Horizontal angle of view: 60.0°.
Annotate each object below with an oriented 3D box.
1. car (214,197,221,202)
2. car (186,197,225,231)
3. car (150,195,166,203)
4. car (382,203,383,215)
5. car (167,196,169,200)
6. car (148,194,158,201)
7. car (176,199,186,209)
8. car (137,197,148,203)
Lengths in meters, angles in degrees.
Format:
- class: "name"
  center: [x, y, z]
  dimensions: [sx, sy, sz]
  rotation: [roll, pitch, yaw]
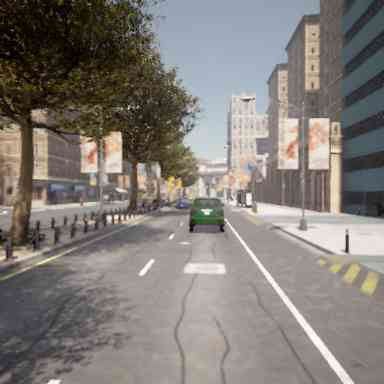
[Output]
- class: "car"
  center: [7.190, 2.137, 94.175]
  dimensions: [1.895, 1.301, 4.718]
  rotation: [0, 0, 2]
- class: "car"
  center: [0.983, 1.344, 22.008]
  dimensions: [2.150, 2.045, 5.566]
  rotation: [0, 0, 2]
- class: "car"
  center: [-8.222, 1.906, 78.814]
  dimensions: [2.033, 1.411, 5.357]
  rotation: [0, 0, 2]
- class: "car"
  center: [20.709, 1.719, 33.553]
  dimensions: [2.161, 1.482, 4.786]
  rotation: [0, 0, 2]
- class: "car"
  center: [-7.552, 1.732, 94.625]
  dimensions: [2.128, 1.511, 4.902]
  rotation: [0, 0, 2]
- class: "car"
  center: [-11.046, 1.541, 94.803]
  dimensions: [2.097, 1.767, 4.553]
  rotation: [0, 0, 2]
- class: "car"
  center: [-1.335, 1.783, 50.208]
  dimensions: [1.812, 1.442, 4.674]
  rotation: [0, 0, 2]
- class: "car"
  center: [-11.718, 1.824, 78.962]
  dimensions: [1.882, 1.535, 5.008]
  rotation: [0, 0, 2]
